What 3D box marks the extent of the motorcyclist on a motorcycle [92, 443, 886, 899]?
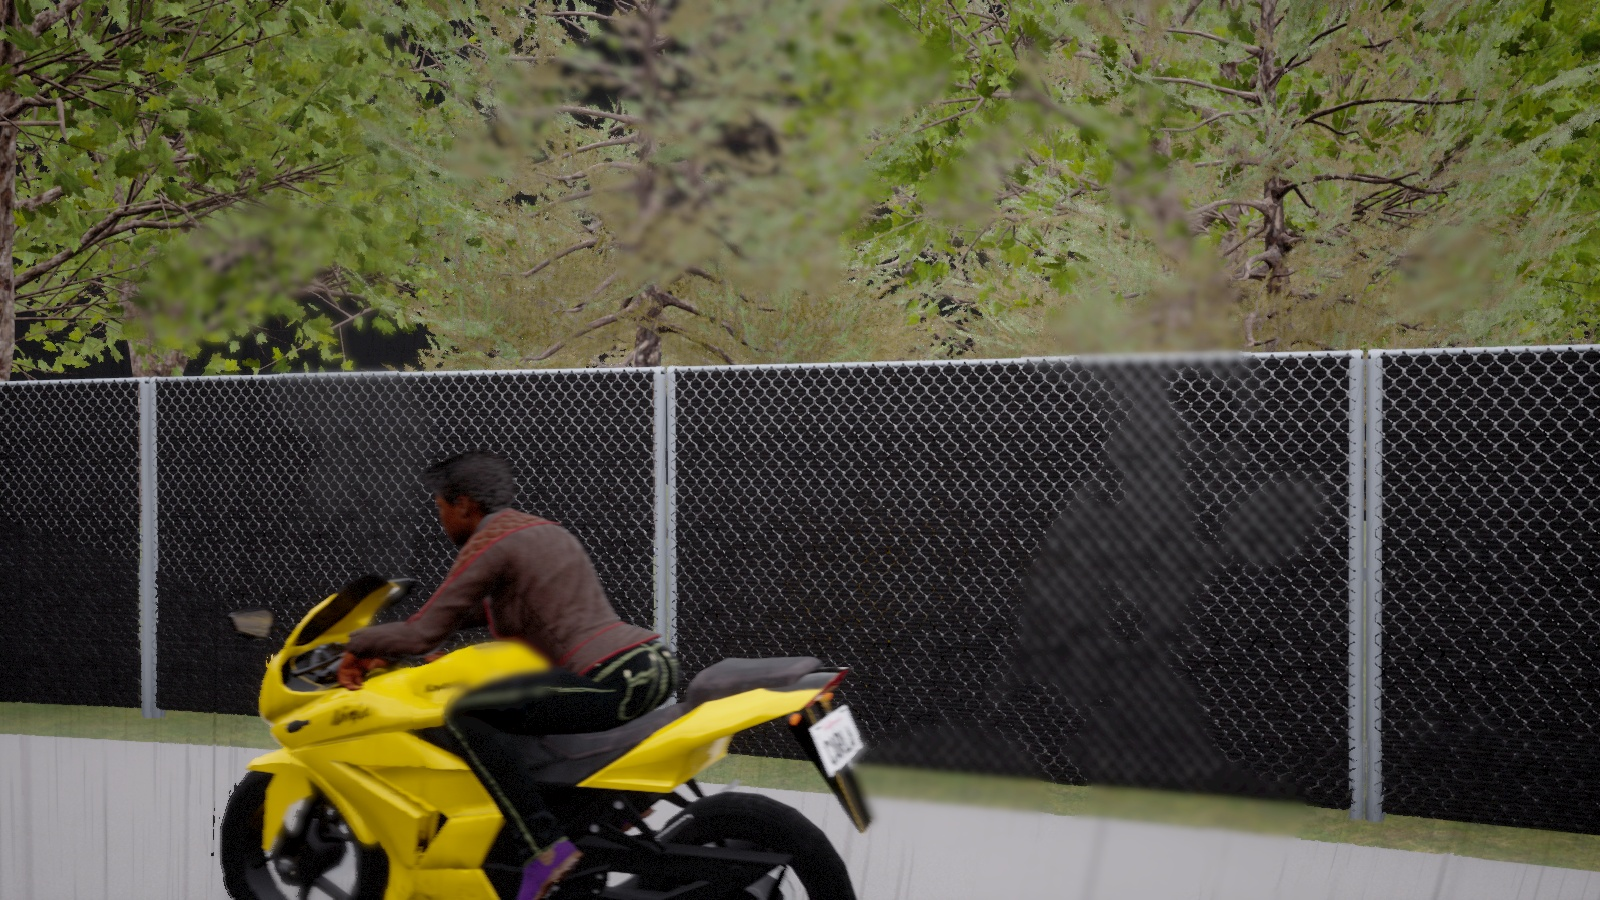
[{"bbox_3d":[-0.853,0.752,3.519,2.044,1.523,0.797,0,1,19],"label":"motorcyclist on a motorcycle"}]
